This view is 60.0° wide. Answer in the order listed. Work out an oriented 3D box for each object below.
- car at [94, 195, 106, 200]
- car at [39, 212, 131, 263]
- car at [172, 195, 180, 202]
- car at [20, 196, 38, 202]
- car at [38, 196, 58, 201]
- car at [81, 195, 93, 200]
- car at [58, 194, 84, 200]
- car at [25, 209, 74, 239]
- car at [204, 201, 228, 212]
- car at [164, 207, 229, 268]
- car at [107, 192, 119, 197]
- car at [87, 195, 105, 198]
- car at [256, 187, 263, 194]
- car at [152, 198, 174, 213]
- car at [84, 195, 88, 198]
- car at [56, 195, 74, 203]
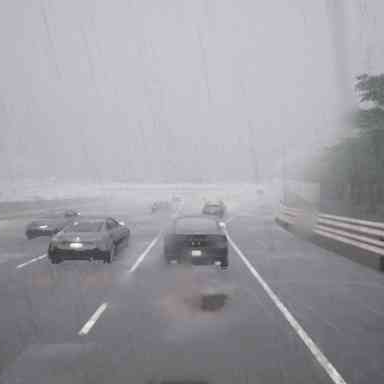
[{"bbox_3d":[-24.769,1.476,89.833,1.994,1.385,4.181,0,0,-1],"label":"car"},{"bbox_3d":[-3.482,1.583,12.031,1.994,1.385,4.181,0,0,0],"label":"car"},{"bbox_3d":[-3.640,1.459,77.045,1.882,1.535,5.008,0,0,-1],"label":"car"},{"bbox_3d":[-28.037,1.425,58.187,2.097,1.767,4.553,0,0,0],"label":"car"},{"bbox_3d":[-24.541,1.599,58.177,1.812,1.442,4.674,0,0,0],"label":"car"},{"bbox_3d":[-28.269,1.518,89.774,1.895,1.301,4.718,0,0,-1],"label":"car"},{"bbox_3d":[-21.050,1.551,58.222,1.882,1.535,5.008,0,0,0],"label":"car"},{"bbox_3d":[-6.869,1.591,17.381,1.994,1.385,4.181,0,0,0],"label":"car"},{"bbox_3d":[2.219,1.556,30.765,2.128,1.511,4.902,1,0,12],"label":"car"},{"bbox_3d":[0.140,1.495,11.416,1.882,1.535,5.008,0,0,1],"label":"car"},{"bbox_3d":[-21.269,1.150,89.850,2.150,2.045,5.566,0,0,-1],"label":"car"},{"bbox_3d":[-21.114,1.546,74.056,1.994,1.385,4.181,0,0,0],"label":"car"},{"bbox_3d":[17.819,-0.172,87.533,1.837,1.490,4.892,0,3,11],"label":"car"},{"bbox_3d":[-3.449,1.662,38.139,1.895,1.301,4.718,0,0,0],"label":"car"},{"bbox_3d":[-24.615,1.348,74.039,2.097,1.767,4.553,0,0,0],"label":"car"},{"bbox_3d":[-28.114,1.517,73.980,2.128,1.511,4.902,0,0,0],"label":"car"}]
